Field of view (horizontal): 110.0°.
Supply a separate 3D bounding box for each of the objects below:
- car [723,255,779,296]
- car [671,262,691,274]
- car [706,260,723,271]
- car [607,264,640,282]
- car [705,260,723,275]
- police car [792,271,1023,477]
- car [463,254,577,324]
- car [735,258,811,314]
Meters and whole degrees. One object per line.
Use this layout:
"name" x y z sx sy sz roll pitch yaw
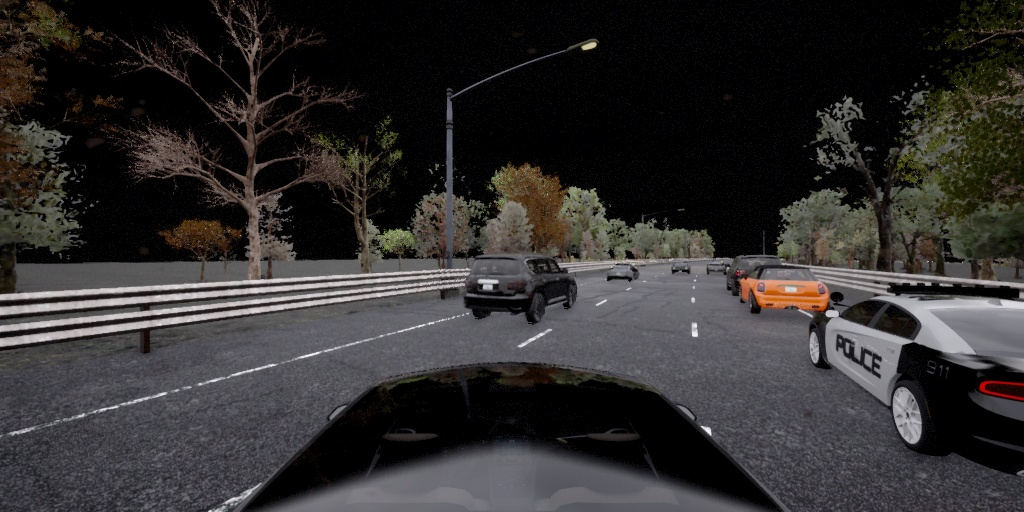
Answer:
"car" 12.626 0.977 18.758 2.150 2.045 5.566 0 0 27
"car" 19.294 1.369 40.810 1.895 1.301 4.718 0 0 29
"car" 28.853 1.332 50.974 2.033 1.411 5.357 0 0 30
"car" 9.076 1.321 29.129 1.994 1.385 4.181 0 0 28
"car" 22.407 1.260 39.332 2.128 1.511 4.902 0 0 29
"police car" 5.603 1.175 4.695 1.930 1.638 5.238 0 0 26
"car" 0.532 0.970 12.389 2.150 2.045 5.566 0 0 27
"car" 9.918 1.102 13.421 2.097 1.767 4.553 0 0 27
